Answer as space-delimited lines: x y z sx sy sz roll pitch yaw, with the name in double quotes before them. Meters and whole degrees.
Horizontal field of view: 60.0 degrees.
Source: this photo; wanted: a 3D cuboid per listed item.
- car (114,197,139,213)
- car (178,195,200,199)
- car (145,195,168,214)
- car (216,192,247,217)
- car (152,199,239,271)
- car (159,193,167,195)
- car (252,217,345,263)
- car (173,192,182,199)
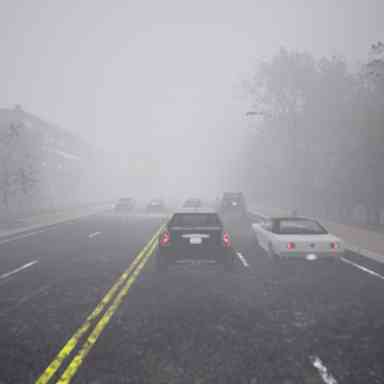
"car" -6.603 1.254 33.742 1.837 1.490 4.892 0 0 0
"car" 0.092 1.273 29.334 2.128 1.511 4.902 0 0 0
"car" -3.352 1.324 32.226 1.994 1.385 4.181 0 0 0
"car" 3.342 1.008 28.749 2.150 2.045 5.566 0 0 0
"car" 0.098 1.271 10.798 2.097 1.767 4.553 0 0 0
"car" -6.536 0.916 74.932 1.895 1.301 4.718 0 0 0
"car" 3.347 1.515 11.534 1.895 1.301 4.718 0 0 0
"car" -3.283 0.822 74.580 1.882 1.535 5.008 0 0 0
